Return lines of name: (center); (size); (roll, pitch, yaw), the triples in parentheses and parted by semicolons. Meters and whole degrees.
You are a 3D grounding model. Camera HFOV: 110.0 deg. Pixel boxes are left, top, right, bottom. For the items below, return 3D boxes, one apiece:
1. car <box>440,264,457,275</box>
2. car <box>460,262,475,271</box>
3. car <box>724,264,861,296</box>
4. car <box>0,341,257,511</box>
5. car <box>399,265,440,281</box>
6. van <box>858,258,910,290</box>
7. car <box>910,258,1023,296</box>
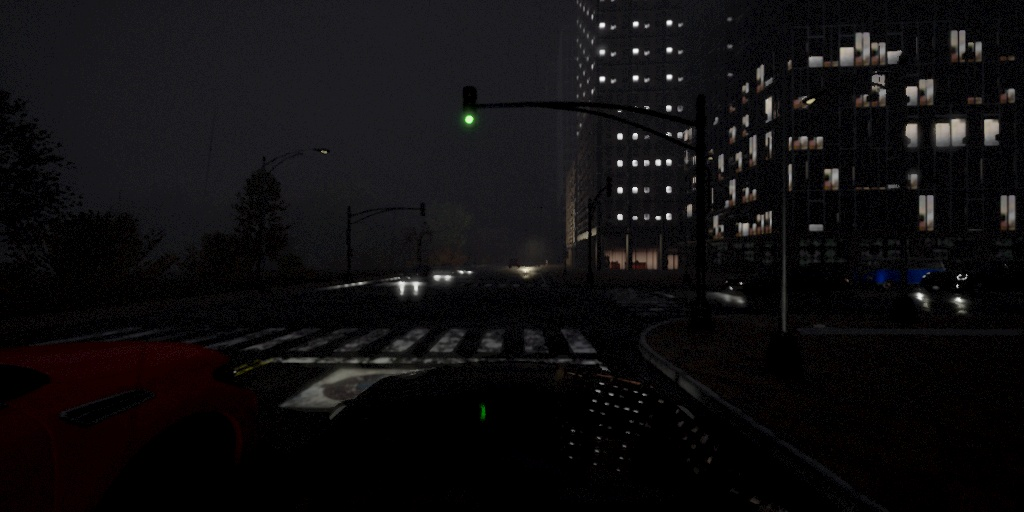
car: (-7.975, 1.607, 43.098); (1.994, 1.385, 4.181); (0, 0, 3)
car: (-7.100, 1.717, 57.542); (1.994, 1.385, 4.181); (0, 0, 4)
car: (14.006, 1.261, 18.396); (5.357, 1.411, 2.033); (0, 0, 4)
car: (-3.119, 0.963, 0.493); (2.150, 2.045, 5.566); (0, 0, 0)
car: (-8.573, 1.517, 33.053); (2.033, 1.411, 5.357); (0, 0, 4)
van: (22.076, 0.996, 20.565); (3.998, 1.789, 1.690); (0, 0, 4)
car: (23.398, 0.986, 17.758); (4.553, 1.767, 2.097); (0, 0, 4)
